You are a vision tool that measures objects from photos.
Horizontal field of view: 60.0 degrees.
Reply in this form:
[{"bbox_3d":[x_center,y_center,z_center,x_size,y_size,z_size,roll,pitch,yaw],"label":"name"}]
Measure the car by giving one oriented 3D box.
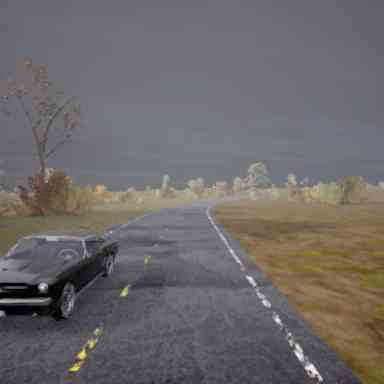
[{"bbox_3d":[-3.072,1.598,7.431,1.895,1.301,4.718,0,0,0],"label":"car"}]
